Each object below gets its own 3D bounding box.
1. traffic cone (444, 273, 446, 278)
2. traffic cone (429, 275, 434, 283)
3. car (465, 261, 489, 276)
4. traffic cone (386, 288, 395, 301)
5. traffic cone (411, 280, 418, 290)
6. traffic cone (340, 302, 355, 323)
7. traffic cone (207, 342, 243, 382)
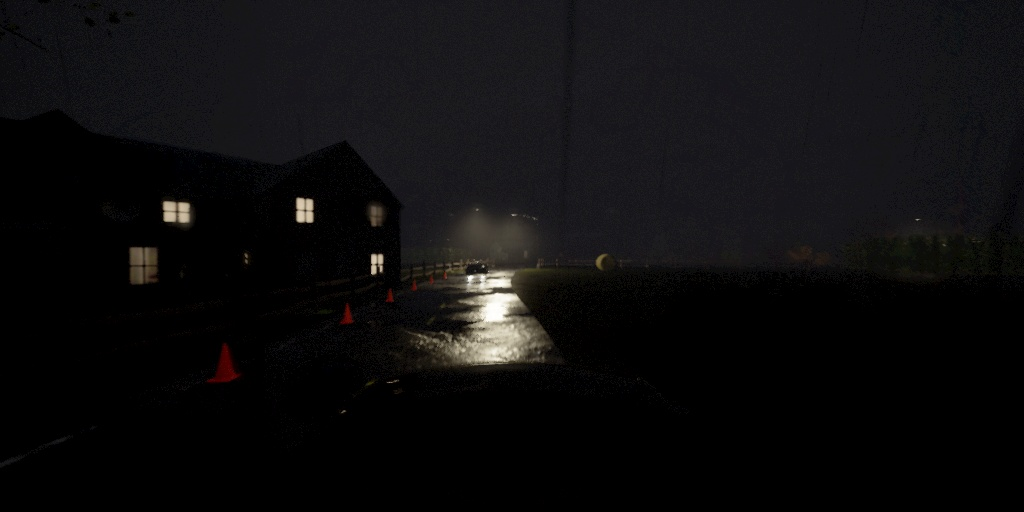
[{"bbox_3d":[-5.783,1.637,30.963,0.340,0.580,0.340,0,0,1],"label":"traffic cone"},{"bbox_3d":[-5.811,1.651,25.878,0.340,0.580,0.340,0,0,-1],"label":"traffic cone"},{"bbox_3d":[-3.444,1.226,36.059,1.994,1.385,4.181,0,0,2],"label":"car"},{"bbox_3d":[-5.344,1.679,15.721,0.340,0.580,0.340,0,0,-5],"label":"traffic cone"},{"bbox_3d":[-5.665,1.665,20.795,0.340,0.580,0.340,0,0,-3],"label":"traffic cone"},{"bbox_3d":[-4.939,1.693,10.766,0.340,0.580,0.340,0,0,-4],"label":"traffic cone"},{"bbox_3d":[-4.685,1.707,5.856,0.340,0.580,0.340,0,0,-2],"label":"traffic cone"}]
